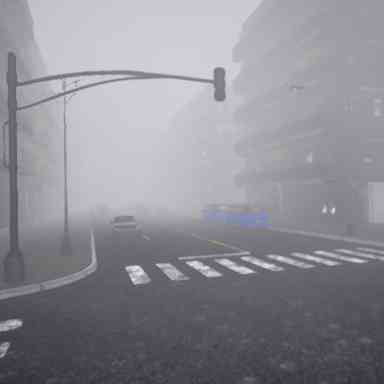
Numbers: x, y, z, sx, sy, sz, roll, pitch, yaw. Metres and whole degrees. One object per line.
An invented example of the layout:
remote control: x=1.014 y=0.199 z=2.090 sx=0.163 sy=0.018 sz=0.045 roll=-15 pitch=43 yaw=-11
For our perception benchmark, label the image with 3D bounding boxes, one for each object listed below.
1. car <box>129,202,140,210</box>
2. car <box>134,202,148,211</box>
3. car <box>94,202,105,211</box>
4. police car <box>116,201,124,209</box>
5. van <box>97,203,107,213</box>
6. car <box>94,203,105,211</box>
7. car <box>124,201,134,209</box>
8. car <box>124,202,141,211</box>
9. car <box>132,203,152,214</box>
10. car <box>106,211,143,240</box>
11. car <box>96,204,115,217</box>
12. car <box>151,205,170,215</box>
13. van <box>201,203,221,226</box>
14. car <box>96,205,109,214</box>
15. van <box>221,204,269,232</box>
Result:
car: x=-14.265 y=3.317 z=82.153 sx=2.192 sy=1.841 sz=5.009 roll=-2 pitch=-1 yaw=-17
car: x=-10.990 y=3.026 z=71.443 sx=2.192 sy=1.841 sz=5.009 roll=-2 pitch=-1 yaw=-17
car: x=-20.638 y=3.304 z=74.374 sx=2.192 sy=1.841 sz=5.009 roll=-2 pitch=-1 yaw=-17
police car: x=-19.261 y=3.742 z=92.069 sx=1.930 sy=1.638 sz=5.238 roll=-1 pitch=-1 yaw=-17
van: x=-17.339 y=3.039 z=63.670 sx=1.690 sy=1.788 sz=3.998 roll=-2 pitch=-1 yaw=-17
car: x=-14.060 y=2.847 z=52.958 sx=1.967 sy=1.590 sz=4.097 roll=-2 pitch=-1 yaw=-17
car: x=-17.540 y=3.609 z=92.864 sx=2.192 sy=1.841 sz=5.009 roll=-2 pitch=-1 yaw=-17
car: x=-11.376 y=3.132 z=63.915 sx=1.994 sy=1.385 sz=4.181 roll=-1 pitch=-1 yaw=-17
car: x=-7.802 y=2.814 z=52.238 sx=1.994 sy=1.385 sz=4.181 roll=-1 pitch=-1 yaw=-17
car: x=-4.228 y=2.118 z=20.823 sx=1.802 sy=1.307 sz=4.206 roll=-2 pitch=-1 yaw=-17
car: x=-12.418 y=2.844 z=47.600 sx=1.802 sy=1.307 sz=4.206 roll=-2 pitch=-1 yaw=-17
car: x=-4.429 y=2.711 z=50.017 sx=1.802 sy=1.307 sz=4.206 roll=-2 pitch=-1 yaw=-17
van: x=2.114 y=1.890 z=28.599 sx=1.690 sy=1.788 sz=3.998 roll=-2 pitch=-1 yaw=-17
car: x=-15.694 y=3.103 z=58.311 sx=2.008 sy=1.369 sz=4.403 roll=-2 pitch=-1 yaw=-17
van: x=3.752 y=1.745 z=23.243 sx=1.690 sy=1.788 sz=3.998 roll=-2 pitch=-1 yaw=-17
